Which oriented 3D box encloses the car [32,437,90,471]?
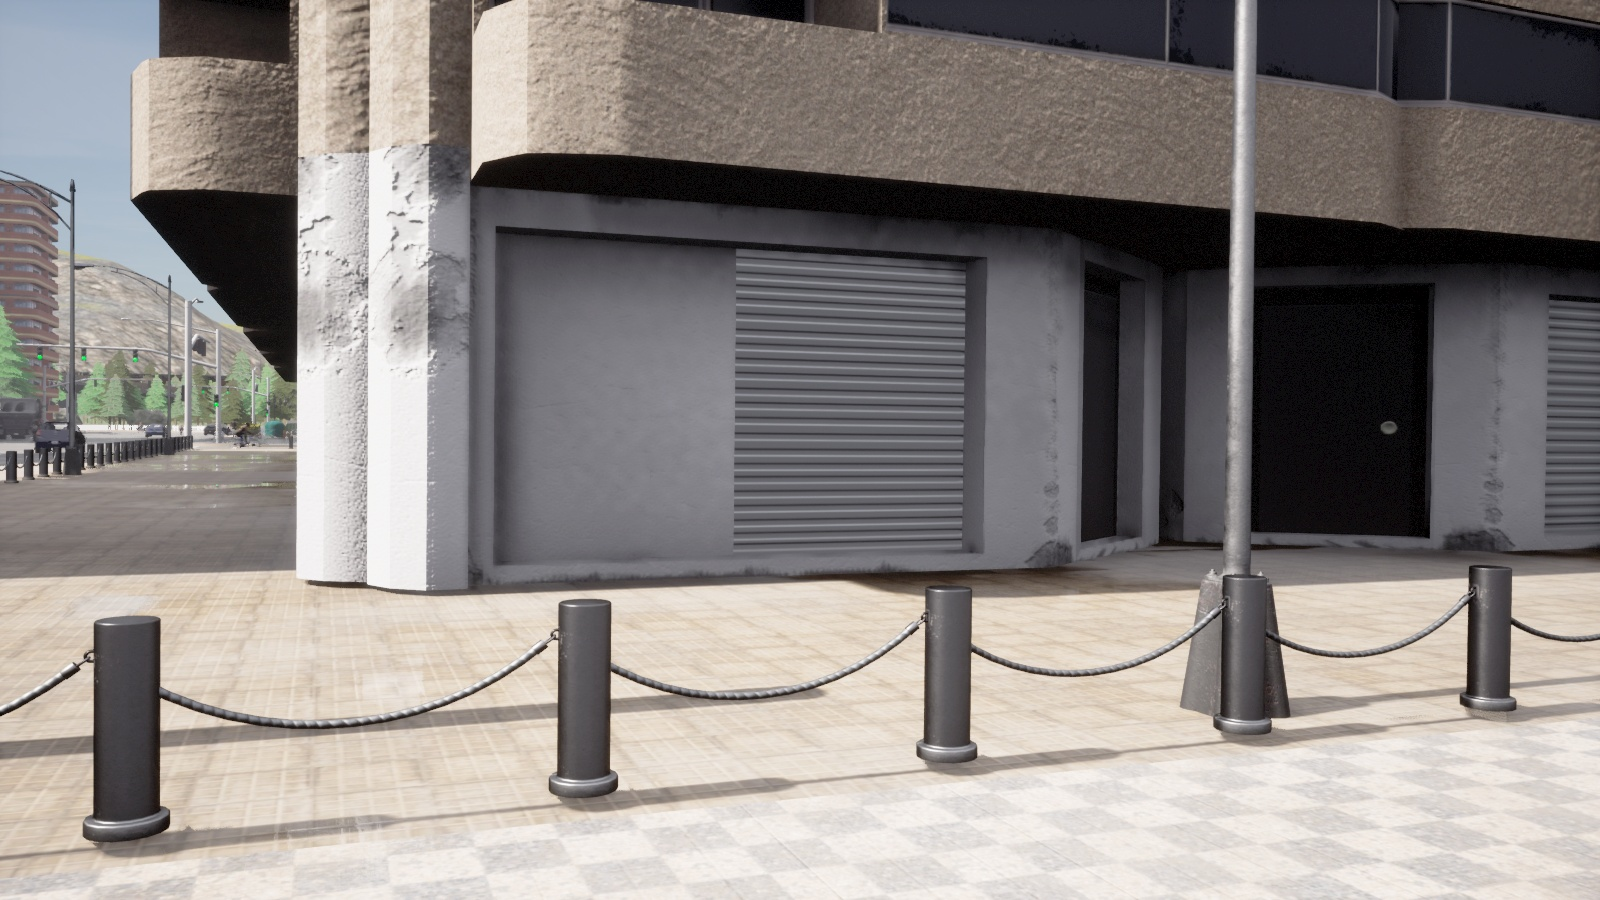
[{"bbox_3d":[-35.034,0.165,59.611,1.845,1.501,3.633,-1,1,-22],"label":"car"}]
